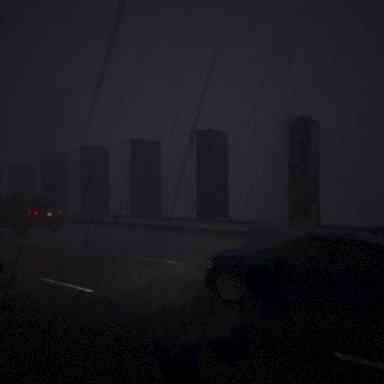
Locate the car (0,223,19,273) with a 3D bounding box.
[{"bbox_3d":[-7.151,1.590,8.928,5.357,1.411,2.033,0,0,34],"label":"car"}]

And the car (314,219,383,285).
[{"bbox_3d":[5.591,1.556,8.577,4.181,1.385,1.994,0,0,35],"label":"car"}]

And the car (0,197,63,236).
[{"bbox_3d":[-9.829,1.292,19.206,5.566,2.045,2.150,0,0,34],"label":"car"}]

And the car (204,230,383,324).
[{"bbox_3d":[2.566,1.478,6.430,5.008,1.535,1.882,0,0,35],"label":"car"}]
